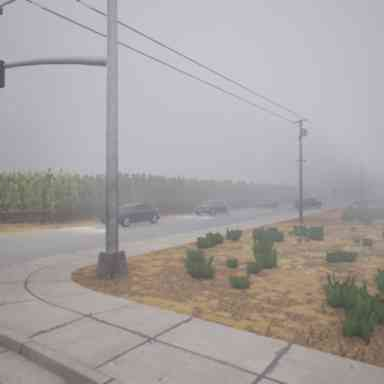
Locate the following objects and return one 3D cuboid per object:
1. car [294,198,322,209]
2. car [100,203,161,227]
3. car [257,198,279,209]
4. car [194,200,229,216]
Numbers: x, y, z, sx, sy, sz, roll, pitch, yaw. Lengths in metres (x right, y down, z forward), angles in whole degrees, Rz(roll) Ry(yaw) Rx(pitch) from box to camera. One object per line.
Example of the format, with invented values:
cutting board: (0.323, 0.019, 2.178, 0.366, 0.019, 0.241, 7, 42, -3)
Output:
car: (16.090, 1.536, 45.934, 4.892, 1.490, 1.837, 0, 0, -38)
car: (-4.184, 1.537, 23.246, 1.837, 1.490, 4.892, 0, 0, 33)
car: (10.690, 1.596, 46.389, 1.837, 1.490, 4.892, 0, 0, 32)
car: (2.048, 1.537, 32.983, 1.837, 1.490, 4.892, 0, 0, 33)
